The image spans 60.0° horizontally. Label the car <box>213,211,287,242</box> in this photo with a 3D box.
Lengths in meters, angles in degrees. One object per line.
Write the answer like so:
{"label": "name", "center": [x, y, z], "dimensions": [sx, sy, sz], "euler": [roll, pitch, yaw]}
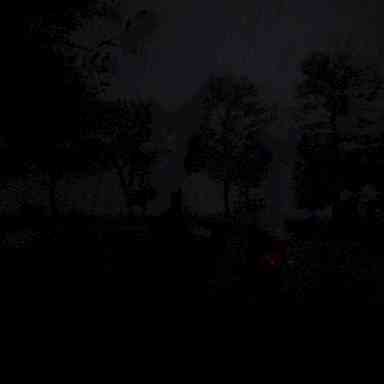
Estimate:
{"label": "car", "center": [3.027, 1.777, 18.072], "dimensions": [1.812, 1.442, 4.674], "euler": [1, -1, -32]}
